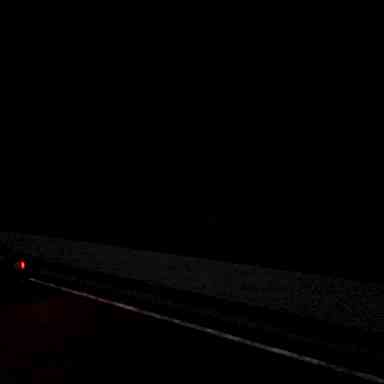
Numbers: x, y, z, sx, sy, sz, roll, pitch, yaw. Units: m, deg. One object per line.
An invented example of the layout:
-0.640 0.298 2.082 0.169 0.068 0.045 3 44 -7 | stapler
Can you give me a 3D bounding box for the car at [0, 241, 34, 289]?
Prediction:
-5.831 1.582 7.850 4.718 1.301 1.895 0 0 36 | car
